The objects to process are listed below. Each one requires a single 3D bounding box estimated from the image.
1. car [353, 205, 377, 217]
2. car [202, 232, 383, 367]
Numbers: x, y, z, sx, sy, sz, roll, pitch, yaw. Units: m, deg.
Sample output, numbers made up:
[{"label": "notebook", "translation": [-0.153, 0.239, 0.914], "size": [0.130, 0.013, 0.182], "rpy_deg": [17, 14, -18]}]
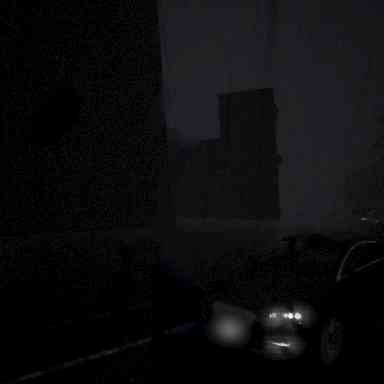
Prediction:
[{"label": "car", "translation": [22.356, 2.468, 43.243], "size": [2.128, 1.511, 4.902], "rpy_deg": [-3, -3, 11]}, {"label": "car", "translation": [2.291, 1.539, 5.987], "size": [4.902, 1.511, 2.128], "rpy_deg": [1, -1, -43]}]
